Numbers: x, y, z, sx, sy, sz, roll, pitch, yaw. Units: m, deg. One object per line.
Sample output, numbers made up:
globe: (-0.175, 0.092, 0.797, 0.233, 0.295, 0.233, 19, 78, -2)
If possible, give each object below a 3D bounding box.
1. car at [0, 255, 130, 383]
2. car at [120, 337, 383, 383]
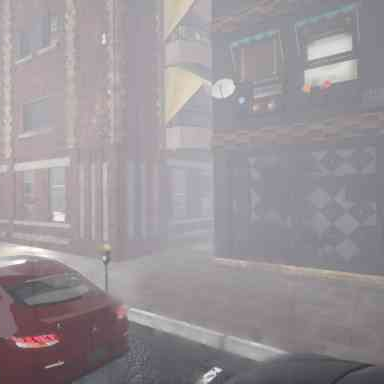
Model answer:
car: (-2.703, 1.583, 4.762, 4.206, 1.307, 1.802, 0, -1, 35)
car: (1.909, 1.566, 1.487, 4.313, 1.339, 1.947, 0, -1, 35)
